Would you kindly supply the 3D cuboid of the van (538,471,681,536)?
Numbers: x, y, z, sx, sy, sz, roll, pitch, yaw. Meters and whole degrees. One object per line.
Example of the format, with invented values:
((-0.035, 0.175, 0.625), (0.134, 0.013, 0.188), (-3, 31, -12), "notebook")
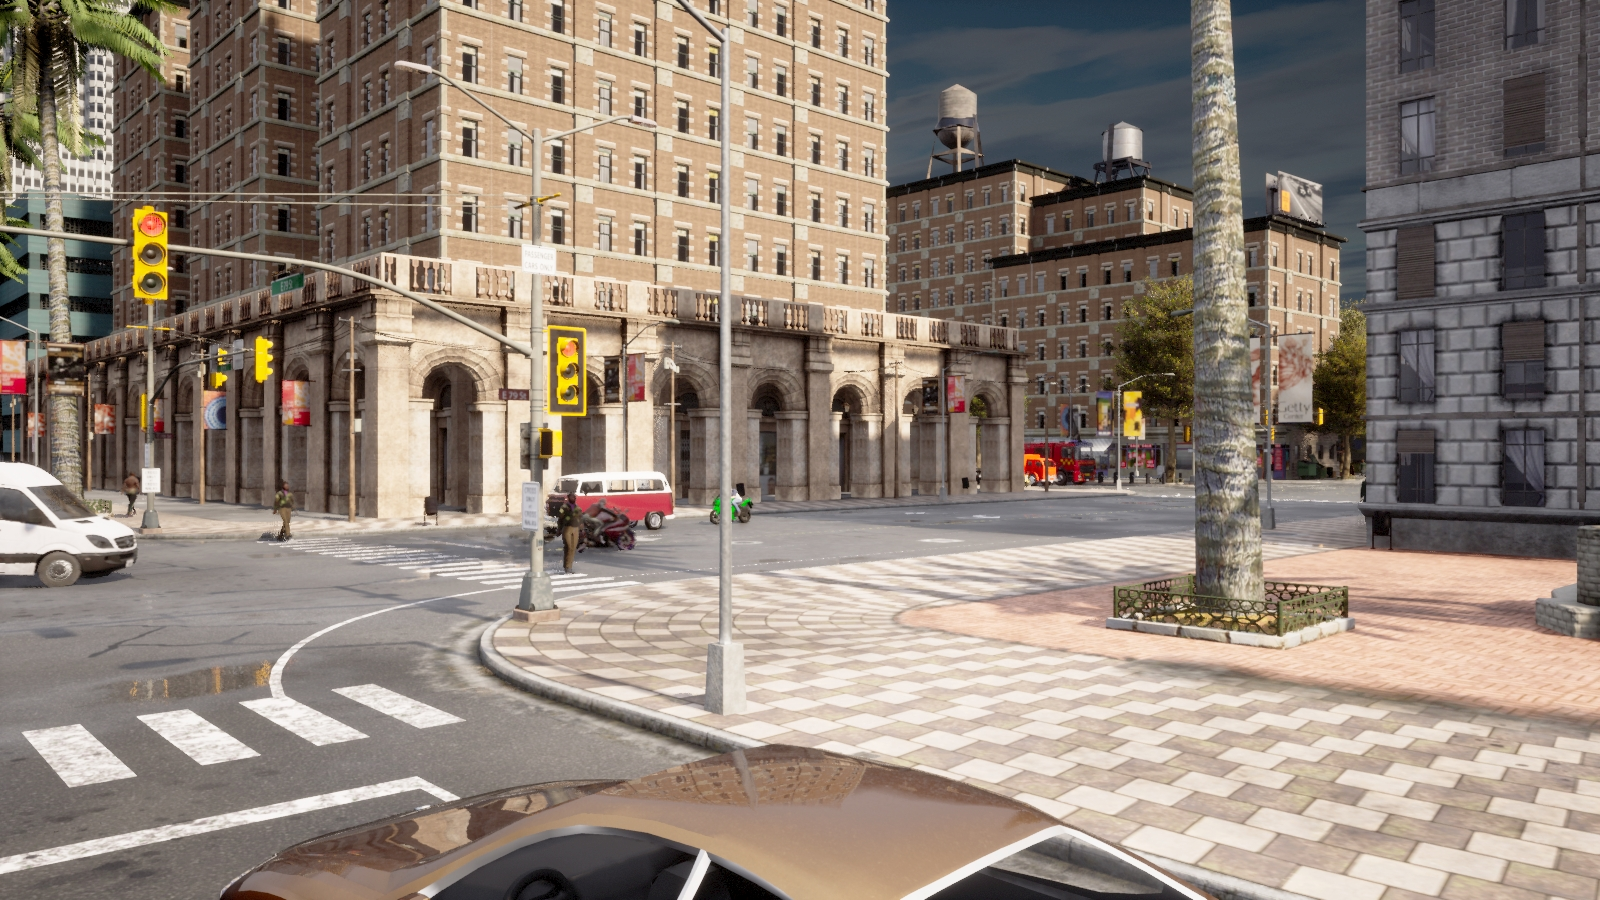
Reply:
((-6.553, 1.783, 39.554), (4.480, 2.038, 2.069), (0, 0, -42), "van")

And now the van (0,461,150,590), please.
((-17.143, 1.535, 23.816), (5.915, 2.561, 1.988), (0, 0, -10), "van")

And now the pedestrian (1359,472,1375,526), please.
((19.625, 1.697, 39.521), (0.375, 1.860, 0.375), (0, 0, -42), "pedestrian")

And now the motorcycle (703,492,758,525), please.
((-2.608, 2.213, 43.140), (2.033, 1.145, 0.803), (0, 0, -43), "motorcycle")

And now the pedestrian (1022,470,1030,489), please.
((15.251, 1.976, 77.030), (0.375, 1.300, 0.375), (0, 0, 43), "pedestrian")

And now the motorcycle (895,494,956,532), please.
((4.430, 2.205, 40.280), (2.209, 1.251, 0.867), (0, 0, -41), "motorcycle")

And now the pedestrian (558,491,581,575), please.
((-5.168, 1.849, 25.587), (0.375, 1.860, 0.375), (0, 0, -35), "pedestrian")

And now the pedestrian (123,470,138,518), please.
((-26.094, 1.696, 44.533), (0.375, 1.860, 0.375), (0, 0, -7), "pedestrian")

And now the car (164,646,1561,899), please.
((-0.308, 1.992, 4.309), (5.027, 1.651, 2.152), (0, 0, 42), "car")

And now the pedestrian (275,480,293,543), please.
((-15.491, 1.849, 34.280), (0.375, 1.860, 0.375), (0, 0, 41), "pedestrian")
